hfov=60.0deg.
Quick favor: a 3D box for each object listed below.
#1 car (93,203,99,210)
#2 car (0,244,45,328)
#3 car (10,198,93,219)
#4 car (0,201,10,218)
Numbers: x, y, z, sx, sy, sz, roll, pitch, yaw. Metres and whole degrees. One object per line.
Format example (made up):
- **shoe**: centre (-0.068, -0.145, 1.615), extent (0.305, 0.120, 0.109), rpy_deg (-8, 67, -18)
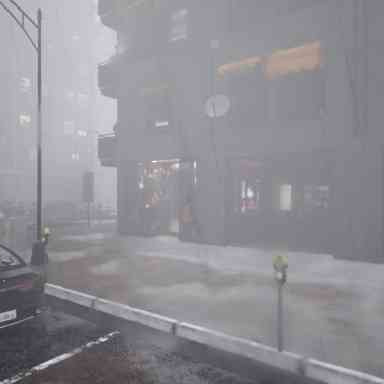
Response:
- **car**: centre (-10.856, 1.250, 30.498), extent (1.752, 1.417, 4.829), rpy_deg (1, 1, 35)
- **car**: centre (-4.433, 1.551, 6.049), extent (4.403, 1.369, 2.008), rpy_deg (0, 0, 36)
- **car**: centre (-10.798, 1.321, 26.073), extent (2.033, 1.411, 5.357), rpy_deg (0, 1, 36)
- **car**: centre (-13.955, 1.350, 26.079), extent (2.008, 1.369, 4.403), rpy_deg (1, 1, 35)
